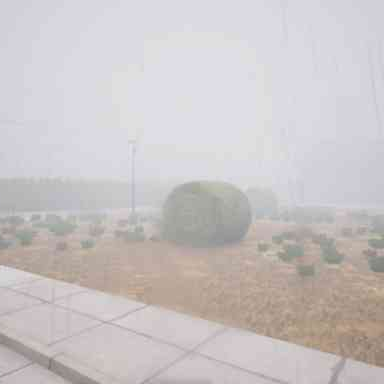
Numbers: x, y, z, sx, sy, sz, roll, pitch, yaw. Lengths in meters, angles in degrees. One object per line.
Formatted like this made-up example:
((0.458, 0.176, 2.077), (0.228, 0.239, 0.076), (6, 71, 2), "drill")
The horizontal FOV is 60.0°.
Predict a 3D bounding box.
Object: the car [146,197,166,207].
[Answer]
((-5.234, 1.528, 51.139), (1.994, 1.385, 4.181), (0, 0, 33), "car")
